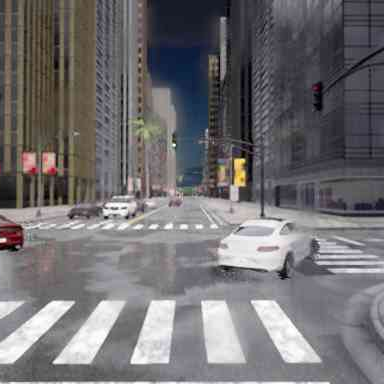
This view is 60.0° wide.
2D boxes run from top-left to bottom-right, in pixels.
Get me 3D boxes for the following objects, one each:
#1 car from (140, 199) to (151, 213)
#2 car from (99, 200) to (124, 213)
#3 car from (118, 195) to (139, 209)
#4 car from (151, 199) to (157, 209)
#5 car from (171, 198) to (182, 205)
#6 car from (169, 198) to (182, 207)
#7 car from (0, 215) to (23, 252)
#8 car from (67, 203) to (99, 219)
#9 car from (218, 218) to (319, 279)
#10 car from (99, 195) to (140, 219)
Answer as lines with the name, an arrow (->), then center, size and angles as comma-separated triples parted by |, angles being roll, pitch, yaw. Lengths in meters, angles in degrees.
car -> -6.558, 1.743, 40.747 | 1.837, 1.490, 4.892 | 0, 0, 1
car -> -9.807, 1.764, 40.901 | 1.812, 1.442, 4.674 | 0, 0, 1
car -> -9.735, 1.538, 51.475 | 2.150, 2.045, 5.566 | 0, 0, 0
car -> -6.485, 1.837, 50.705 | 1.812, 1.442, 4.674 | 0, 0, 0
car -> -3.230, 2.021, 70.611 | 1.994, 1.385, 4.181 | 0, 0, 0
car -> -3.232, 1.913, 60.307 | 1.812, 1.442, 4.674 | 0, 0, 0
car -> -8.555, 1.536, 13.068 | 5.008, 1.535, 1.882 | 0, -2, 37
car -> -9.838, 1.720, 30.992 | 2.033, 1.411, 5.357 | 0, 0, 0
car -> 2.411, 1.524, 10.091 | 1.812, 1.442, 4.674 | -1, -1, 32
car -> -6.589, 1.395, 31.035 | 2.150, 2.045, 5.566 | 0, 0, 0
